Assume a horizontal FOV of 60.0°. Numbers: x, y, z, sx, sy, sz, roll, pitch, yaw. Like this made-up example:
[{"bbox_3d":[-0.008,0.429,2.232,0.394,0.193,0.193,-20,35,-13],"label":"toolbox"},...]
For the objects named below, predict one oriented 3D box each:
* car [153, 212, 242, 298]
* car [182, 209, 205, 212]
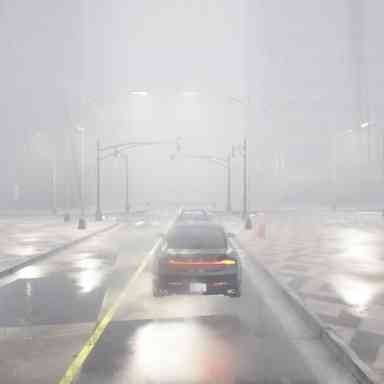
[{"bbox_3d":[0.103,1.502,8.510,1.837,1.490,4.892,0,0,0],"label":"car"},{"bbox_3d":[0.066,1.556,17.413,1.994,1.385,4.181,0,0,1],"label":"car"}]
